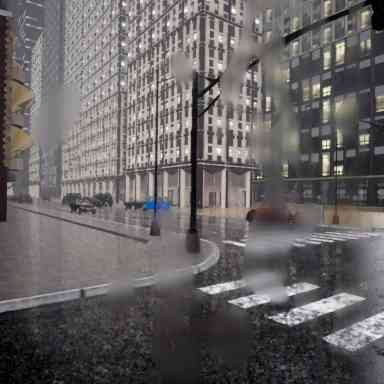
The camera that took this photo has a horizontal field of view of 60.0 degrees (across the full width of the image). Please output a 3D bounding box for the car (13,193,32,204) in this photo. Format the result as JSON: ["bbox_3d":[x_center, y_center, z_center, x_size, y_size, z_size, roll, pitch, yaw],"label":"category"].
[{"bbox_3d":[-30.480,1.155,60.556,2.192,1.841,5.009,1,-1,-35],"label":"car"}]

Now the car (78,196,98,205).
[{"bbox_3d":[-18.455,1.526,58.874,1.837,1.490,4.892,1,-1,-35],"label":"car"}]

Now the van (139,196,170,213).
[{"bbox_3d":[-4.025,1.382,37.774,1.690,1.788,3.998,1,-1,-35],"label":"van"}]

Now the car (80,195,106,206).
[{"bbox_3d":[-14.539,1.536,48.025,1.994,1.385,4.181,1,-1,-37],"label":"car"}]

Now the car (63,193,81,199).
[{"bbox_3d":[-20.001,1.182,55.628,2.150,2.045,5.566,1,-1,-35],"label":"car"}]

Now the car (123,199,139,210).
[{"bbox_3d":[-7.299,1.584,42.378,2.008,1.369,4.403,1,-1,-35],"label":"car"}]

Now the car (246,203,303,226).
[{"bbox_3d":[5.786,1.505,23.957,1.967,1.590,4.097,1,-1,-35],"label":"car"}]

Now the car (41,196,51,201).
[{"bbox_3d":[-36.736,1.571,83.825,1.802,1.307,4.206,1,-1,-35],"label":"car"}]

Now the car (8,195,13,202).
[{"bbox_3d":[-37.025,1.397,69.764,1.947,1.339,4.313,1,-1,-35],"label":"car"}]

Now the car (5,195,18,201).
[{"bbox_3d":[-40.295,1.378,74.369,2.008,1.369,4.403,1,-1,-35],"label":"car"}]

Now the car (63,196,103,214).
[{"bbox_3d":[-10.860,1.427,32.921,2.008,1.369,4.403,1,-1,-35],"label":"car"}]

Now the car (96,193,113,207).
[{"bbox_3d":[-14.447,1.255,53.171,2.150,2.045,5.566,1,-1,-35],"label":"car"}]
